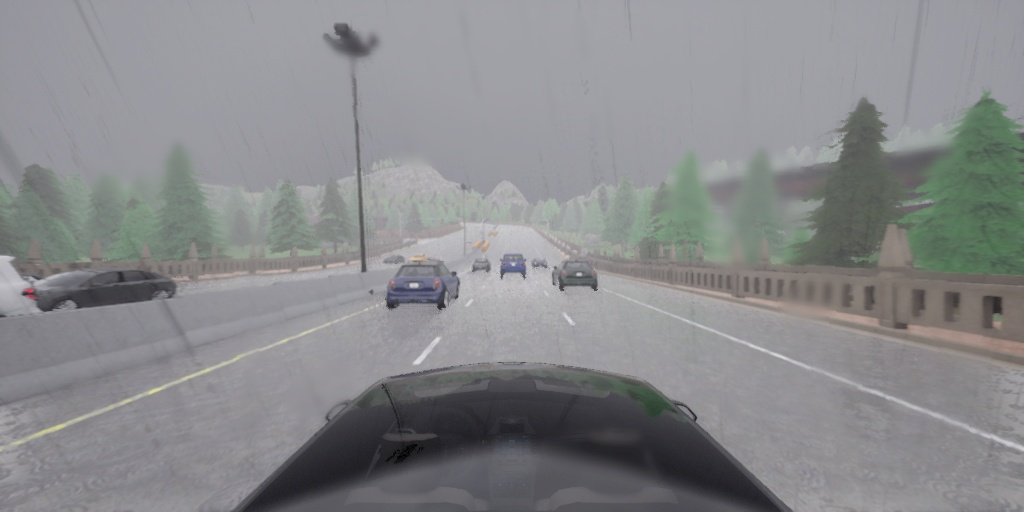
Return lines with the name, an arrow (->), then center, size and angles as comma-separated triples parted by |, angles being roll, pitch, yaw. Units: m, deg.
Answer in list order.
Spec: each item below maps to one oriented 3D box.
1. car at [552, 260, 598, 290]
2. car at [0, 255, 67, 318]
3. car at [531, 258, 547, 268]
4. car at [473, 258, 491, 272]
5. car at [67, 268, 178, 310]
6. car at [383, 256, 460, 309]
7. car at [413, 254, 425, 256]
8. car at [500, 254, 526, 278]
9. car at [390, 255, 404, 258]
car -> 3.601, 0.997, 21.313 | 2.097, 1.767, 4.553 | 0, 0, 0
car -> -10.599, 0.956, 4.839 | 2.150, 2.045, 5.566 | 0, 0, 0
car -> 3.602, 0.884, 48.112 | 1.895, 1.301, 4.718 | 0, 3, 0
car -> -3.399, 1.002, 40.988 | 2.128, 1.511, 4.902 | 0, 1, 0
car -> -14.098, 1.200, 12.062 | 1.837, 1.490, 4.892 | 0, 0, 0
car -> -3.399, 1.034, 14.581 | 2.097, 1.767, 4.553 | 0, 0, 0
car -> -14.050, 0.415, 54.021 | 1.882, 1.535, 5.008 | 0, 4, 0
car -> 0.102, 0.808, 31.849 | 2.150, 2.045, 5.566 | 0, 0, 0
car -> -17.544, 0.510, 53.659 | 2.033, 1.411, 5.357 | 0, 4, 1
